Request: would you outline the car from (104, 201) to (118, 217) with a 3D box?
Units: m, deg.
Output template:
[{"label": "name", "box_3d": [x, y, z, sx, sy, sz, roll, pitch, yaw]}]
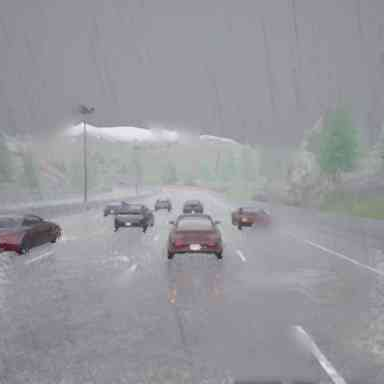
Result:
[{"label": "car", "box_3d": [-6.899, 1.534, 31.086, 1.812, 1.442, 4.674, 0, 0, 0]}]

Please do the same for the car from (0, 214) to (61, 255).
[{"label": "car", "box_3d": [-6.900, 1.568, 13.330, 1.994, 1.385, 4.181, 0, 0, 0]}]

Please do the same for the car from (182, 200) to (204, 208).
[{"label": "car", "box_3d": [0.101, 1.512, 31.114, 1.837, 1.490, 4.892, 0, 0, 0]}]

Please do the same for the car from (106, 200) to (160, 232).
[{"label": "car", "box_3d": [-3.400, 1.497, 20.207, 2.128, 1.511, 4.902, 0, 0, 0]}]

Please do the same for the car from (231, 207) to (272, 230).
[{"label": "car", "box_3d": [3.600, 1.606, 21.050, 1.895, 1.301, 4.718, 0, 0, 0]}]

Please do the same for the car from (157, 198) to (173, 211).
[{"label": "car", "box_3d": [-3.400, 1.501, 40.014, 2.128, 1.511, 4.902, 0, 0, 0]}]

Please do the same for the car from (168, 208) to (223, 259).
[{"label": "car", "box_3d": [0.100, 1.529, 12.529, 1.812, 1.442, 4.674, 0, 0, 0]}]
